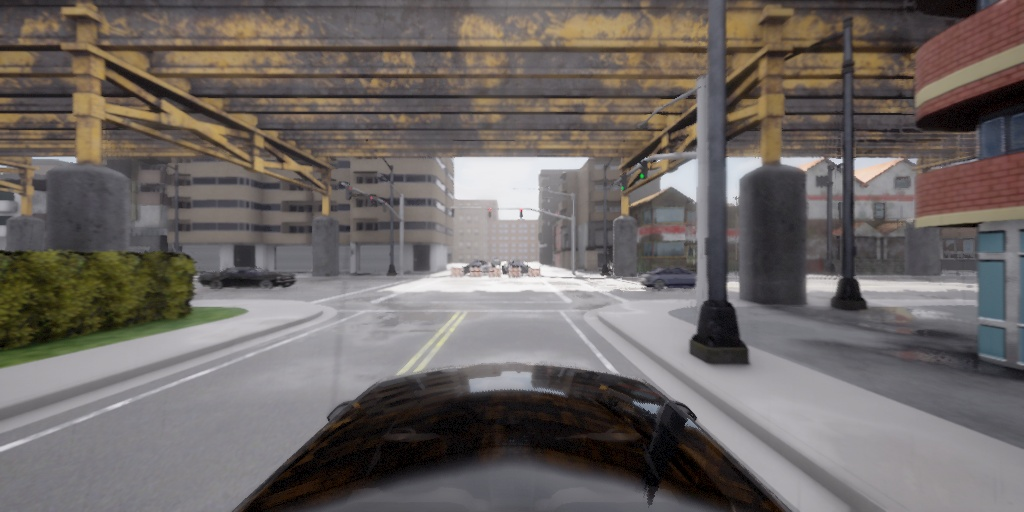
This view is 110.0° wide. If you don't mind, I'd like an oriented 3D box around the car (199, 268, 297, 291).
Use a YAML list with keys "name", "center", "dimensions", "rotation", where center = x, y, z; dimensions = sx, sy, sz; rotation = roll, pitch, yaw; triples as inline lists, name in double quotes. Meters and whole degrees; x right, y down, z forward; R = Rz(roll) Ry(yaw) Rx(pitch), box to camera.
- name: "car"
  center: [-15.602, 1.356, 21.407]
  dimensions: [4.718, 1.301, 1.895]
  rotation: [0, 0, 0]

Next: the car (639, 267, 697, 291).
- name: "car"
  center: [9.904, 1.340, 21.616]
  dimensions: [4.181, 1.385, 1.994]
  rotation: [0, 0, 0]
